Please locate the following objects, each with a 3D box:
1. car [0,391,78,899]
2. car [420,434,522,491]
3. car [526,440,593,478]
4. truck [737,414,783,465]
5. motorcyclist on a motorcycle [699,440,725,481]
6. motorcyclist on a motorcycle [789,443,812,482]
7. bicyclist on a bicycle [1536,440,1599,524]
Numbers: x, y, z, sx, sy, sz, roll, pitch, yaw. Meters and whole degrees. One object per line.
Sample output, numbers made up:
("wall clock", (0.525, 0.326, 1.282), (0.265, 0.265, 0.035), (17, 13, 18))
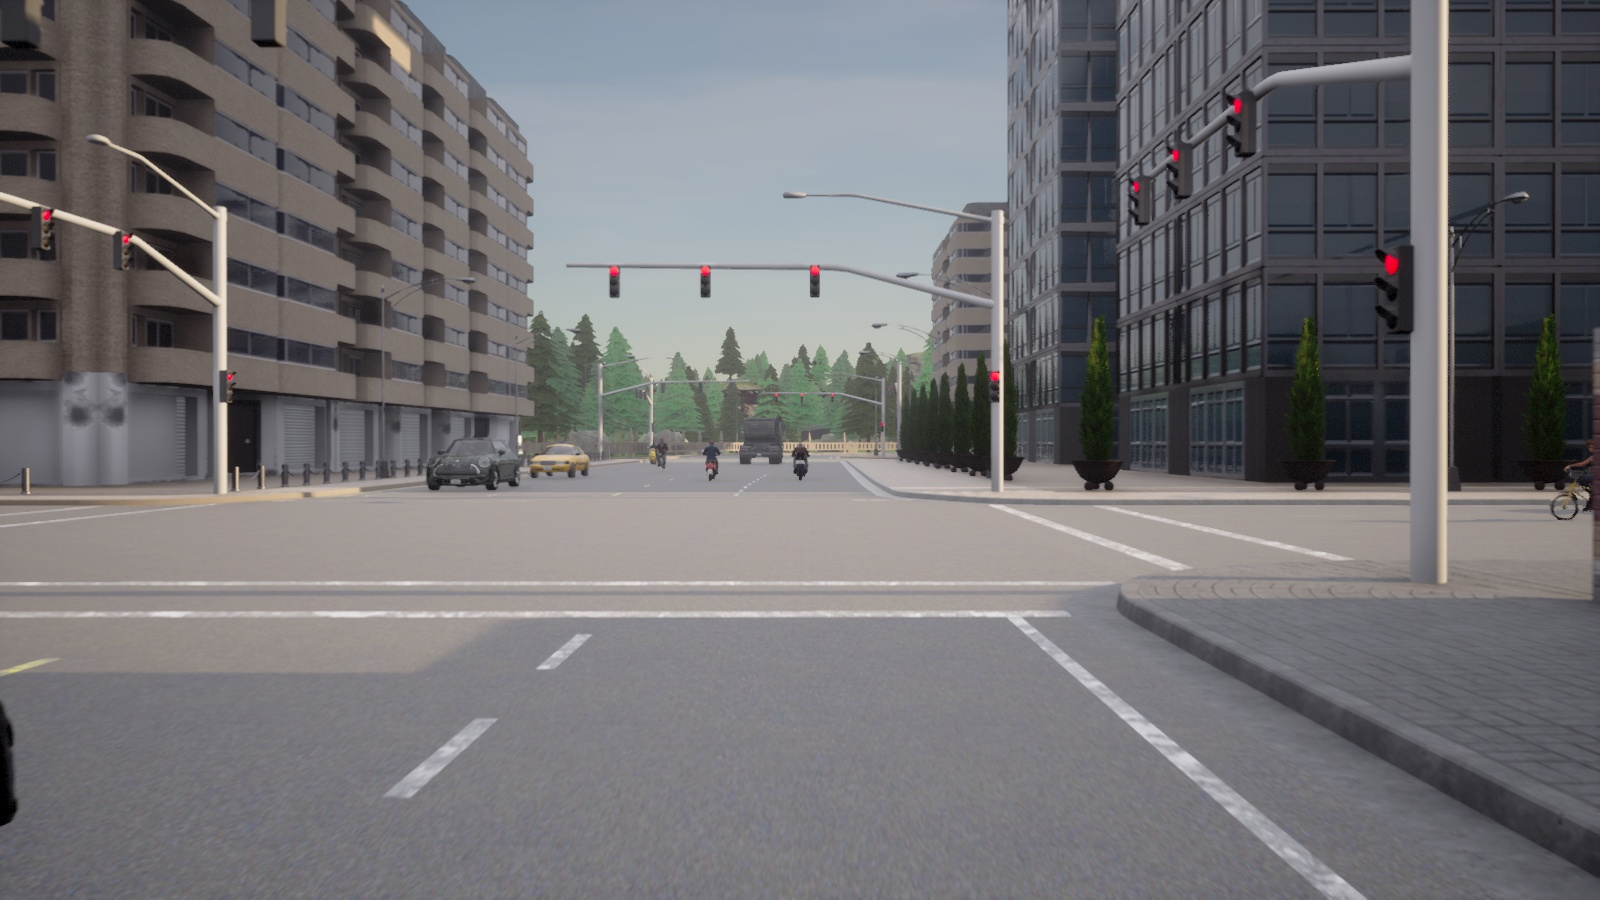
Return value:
("car", (-3.471, 0.628, 2.418), (1.851, 1.617, 3.988), (0, 0, 0))
("car", (-10.579, 0.367, 40.721), (2.097, 1.767, 4.553), (0, 0, 0))
("car", (-10.406, 0.369, 54.637), (1.801, 1.575, 5.366), (0, 0, 1))
("truck", (-2.763, -0.744, 89.898), (2.891, 3.462, 7.936), (0, 0, 1))
("motorcyclist on a motorcycle", (-3.488, 0.417, 49.747), (0.866, 1.590, 1.817), (0, 0, 1))
("motorcyclist on a motorcycle", (0.032, 0.493, 51.104), (0.866, 1.530, 2.191), (0, 0, 1))
("bicyclist on a bicycle", (15.404, 0.612, 24.555), (1.509, 1.612, 0.866), (0, 0, 1))
